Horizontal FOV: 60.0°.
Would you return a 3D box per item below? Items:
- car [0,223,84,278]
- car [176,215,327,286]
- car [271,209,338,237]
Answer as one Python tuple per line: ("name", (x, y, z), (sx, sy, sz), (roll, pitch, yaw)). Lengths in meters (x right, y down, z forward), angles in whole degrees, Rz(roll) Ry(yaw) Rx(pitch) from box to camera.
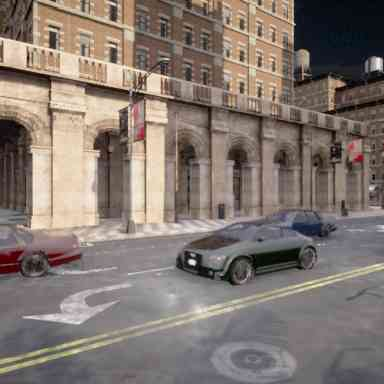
("car", (-5.685, 1.547, 8.656), (5.357, 1.411, 2.033), (0, 0, -33))
("car", (1.635, 1.564, 9.430), (4.181, 1.385, 1.994), (0, 0, -35))
("car", (4.835, 1.547, 15.980), (5.357, 1.411, 2.033), (0, 0, -35))
